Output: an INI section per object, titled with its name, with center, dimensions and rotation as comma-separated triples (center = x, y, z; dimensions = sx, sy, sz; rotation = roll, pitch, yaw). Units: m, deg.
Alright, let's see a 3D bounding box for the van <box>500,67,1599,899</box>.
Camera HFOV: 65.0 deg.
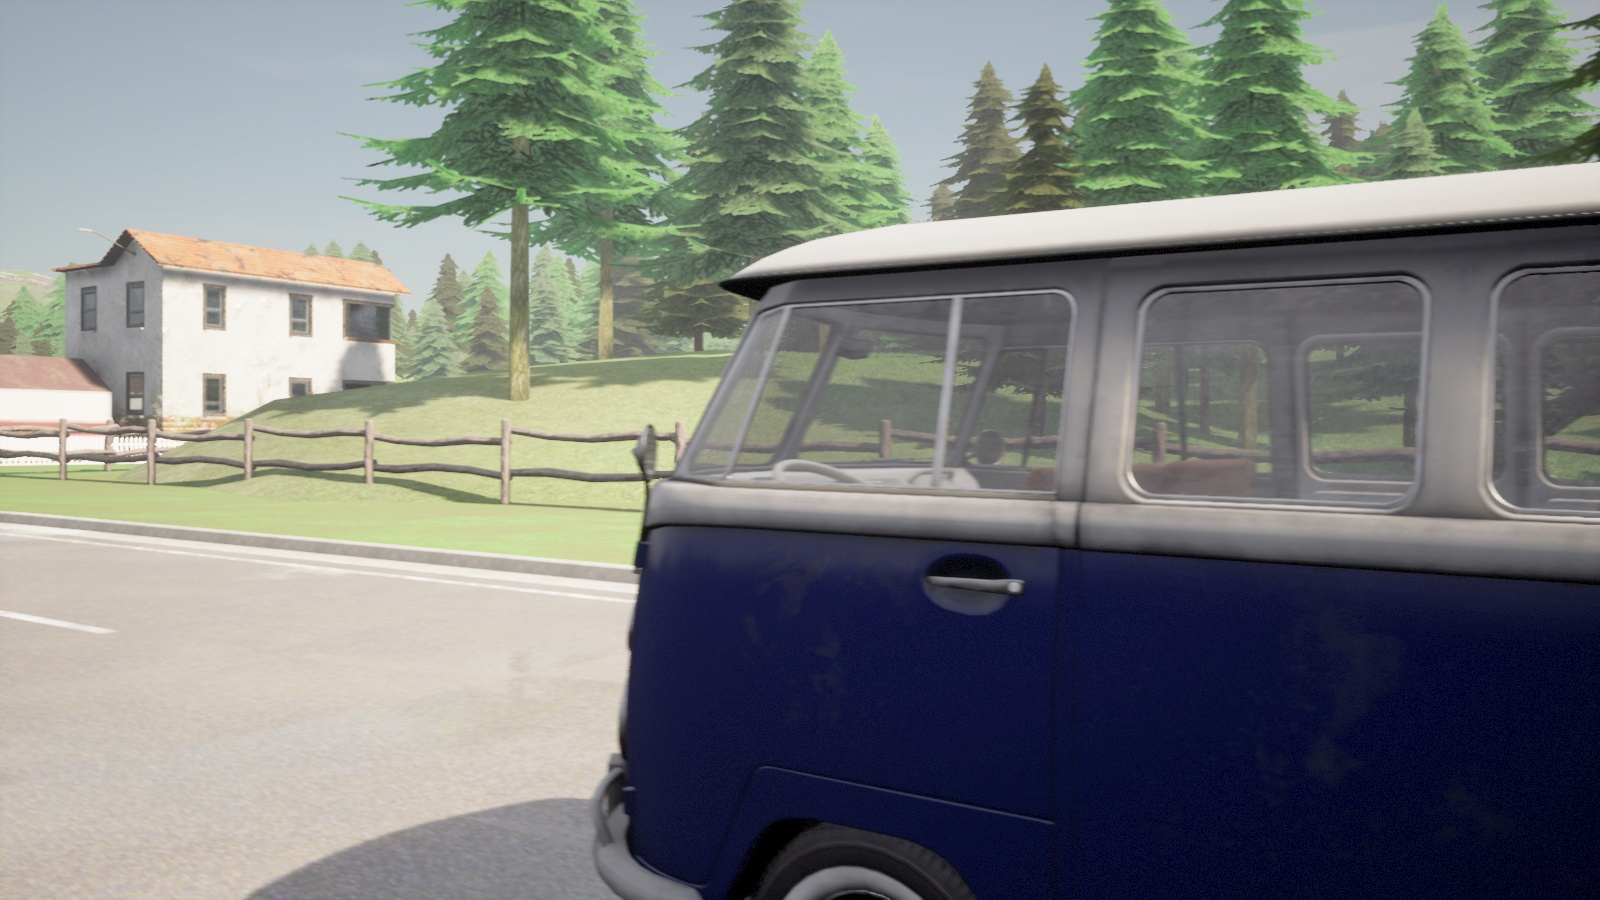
[van]
center = 1.627, 0.436, 2.538
dimensions = 4.442, 1.987, 1.775
rotation = 0, 1, 34
